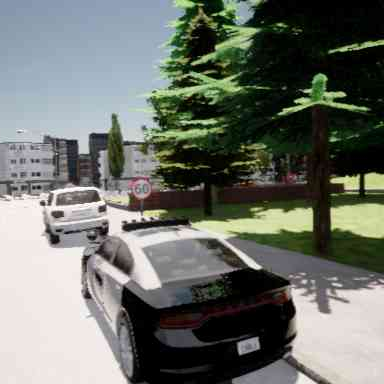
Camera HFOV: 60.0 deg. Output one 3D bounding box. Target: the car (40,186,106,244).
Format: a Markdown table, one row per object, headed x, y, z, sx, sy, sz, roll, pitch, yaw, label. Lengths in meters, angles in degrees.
| x | y | z | sx | sy | sz | roll | pitch | yaw | label |
| --- | --- | --- | --- | --- | --- | --- | --- | --- | --- |
| -5.154 | 0.829 | 14.336 | 2.150 | 2.045 | 5.566 | -7 | 4 | -27 | car |

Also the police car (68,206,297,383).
| x | y | z | sx | sy | sz | roll | pitch | yaw | label |
| --- | --- | --- | --- | --- | --- | --- | --- | --- | --- |
| -0.625 | 1.239 | 5.516 | 1.930 | 1.638 | 5.238 | -3 | 2 | -27 | police car |

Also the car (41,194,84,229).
| x | y | z | sx | sy | sz | roll | pitch | yaw | label |
| --- | --- | --- | --- | --- | --- | --- | --- | --- | --- |
| -7.869 | 1.008 | 19.870 | 1.801 | 1.575 | 5.366 | -3 | 2 | -27 | car |

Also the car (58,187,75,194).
| x | y | z | sx | sy | sz | roll | pitch | yaw | label |
| --- | --- | --- | --- | --- | --- | --- | --- | --- | --- |
| -29.817 | -0.354 | 79.291 | 3.633 | 1.501 | 1.845 | -2 | 2 | -15 | car |
